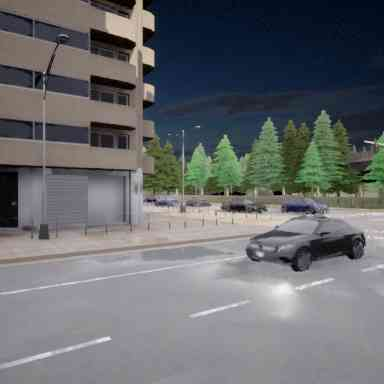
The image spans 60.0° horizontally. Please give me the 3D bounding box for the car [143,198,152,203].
[{"bbox_3d":[-7.160,1.545,64.420,4.718,1.301,1.895,0,0,31],"label":"car"}]

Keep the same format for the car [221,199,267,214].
[{"bbox_3d":[5.363,1.492,35.010,2.033,1.411,5.357,0,0,-37],"label":"car"}]

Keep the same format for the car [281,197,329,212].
[{"bbox_3d":[11.112,1.297,32.858,2.097,1.767,4.553,0,0,-35],"label":"car"}]

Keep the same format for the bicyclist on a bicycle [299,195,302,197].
[{"bbox_3d":[15.132,1.245,46.411,1.656,1.620,0.582,0,0,-35],"label":"bicyclist on a bicycle"}]

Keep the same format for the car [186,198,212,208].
[{"bbox_3d":[0.929,1.508,47.254,1.994,1.385,4.181,0,0,-37],"label":"car"}]

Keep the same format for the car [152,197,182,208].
[{"bbox_3d":[-3.312,1.470,47.145,1.812,1.442,4.674,0,0,-39],"label":"car"}]

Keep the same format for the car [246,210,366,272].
[{"bbox_3d":[3.870,1.526,10.899,4.674,1.442,1.812,0,0,-35],"label":"car"}]
